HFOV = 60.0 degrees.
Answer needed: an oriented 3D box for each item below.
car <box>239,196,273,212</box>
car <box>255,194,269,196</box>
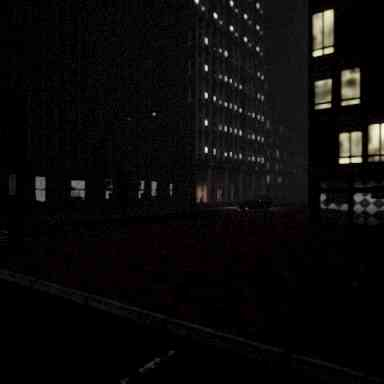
[{"bbox_3d":[7.027,1.409,36.478,1.895,1.301,4.718,0,0,37],"label":"car"},{"bbox_3d":[9.084,1.135,44.368,2.097,1.767,4.553,0,0,37],"label":"car"}]
